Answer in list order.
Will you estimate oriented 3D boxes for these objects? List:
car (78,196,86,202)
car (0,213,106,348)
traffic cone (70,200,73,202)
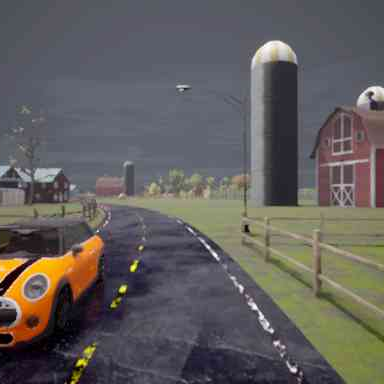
[{"bbox_3d":[-28.535,1.887,85.987,1.882,1.535,5.008,0,0,-26],"label":"car"},{"bbox_3d":[-3.148,1.378,6.636,2.097,1.767,4.553,0,0,-3],"label":"car"},{"bbox_3d":[-30.429,2.373,84.782,0.340,0.580,0.340,0,0,-26],"label":"traffic cone"}]
